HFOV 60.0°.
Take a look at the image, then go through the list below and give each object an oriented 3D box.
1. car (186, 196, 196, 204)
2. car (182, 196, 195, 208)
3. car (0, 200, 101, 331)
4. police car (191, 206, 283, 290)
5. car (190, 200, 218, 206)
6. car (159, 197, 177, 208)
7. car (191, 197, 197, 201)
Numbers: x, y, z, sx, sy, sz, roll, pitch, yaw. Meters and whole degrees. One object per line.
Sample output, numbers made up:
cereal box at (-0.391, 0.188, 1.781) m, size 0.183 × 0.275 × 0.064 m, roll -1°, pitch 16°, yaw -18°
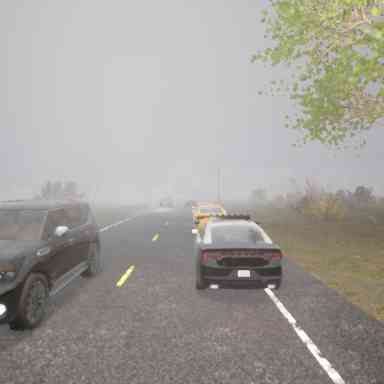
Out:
car at (-0.139, 1.488, 63.322) m, size 1.837 × 1.490 × 4.892 m, roll 0°, pitch 0°, yaw 0°
car at (-0.069, 1.513, 47.654) m, size 1.812 × 1.442 × 4.674 m, roll 0°, pitch 0°, yaw 1°
car at (-3.616, 1.220, 7.217) m, size 2.150 × 2.045 × 5.566 m, roll 0°, pitch 0°, yaw 0°
police car at (1.030, 1.424, 9.222) m, size 1.930 × 1.638 × 5.238 m, roll 0°, pitch 0°, yaw 0°
car at (1.008, 1.474, 19.114) m, size 1.882 × 1.535 × 5.008 m, roll 0°, pitch 0°, yaw 0°
car at (-3.699, 1.478, 48.253) m, size 2.128 × 1.511 × 4.902 m, roll 0°, pitch 0°, yaw 0°
car at (0.994, 1.450, 25.305) m, size 1.801 × 1.575 × 5.366 m, roll 0°, pitch 0°, yaw 0°
